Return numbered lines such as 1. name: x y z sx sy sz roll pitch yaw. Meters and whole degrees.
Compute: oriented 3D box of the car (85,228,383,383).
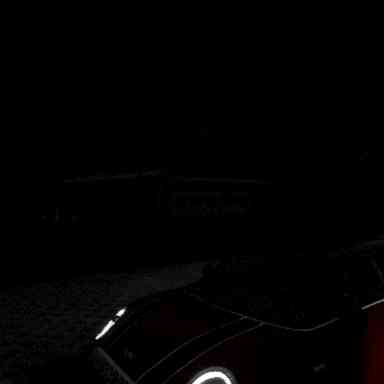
1. car: 1.159 1.379 3.905 4.553 1.767 2.097 1 0 -36
